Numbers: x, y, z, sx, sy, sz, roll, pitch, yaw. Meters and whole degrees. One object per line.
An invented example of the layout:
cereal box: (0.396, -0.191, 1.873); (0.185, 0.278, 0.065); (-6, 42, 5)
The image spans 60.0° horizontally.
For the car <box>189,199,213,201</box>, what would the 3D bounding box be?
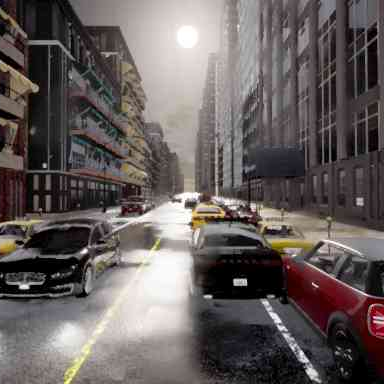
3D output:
car: (0.858, 1.528, 24.487); (1.812, 1.442, 4.674); (0, 0, 0)

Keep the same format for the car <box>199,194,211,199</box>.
car: (2.600, 1.303, 61.891); (2.192, 1.841, 5.009); (1, 0, 0)

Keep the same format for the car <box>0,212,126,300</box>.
car: (-3.115, 1.507, 8.600); (1.837, 1.490, 4.892); (0, 0, 0)

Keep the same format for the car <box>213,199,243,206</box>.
car: (2.665, 1.442, 22.330); (1.967, 1.590, 4.097); (1, 0, 0)

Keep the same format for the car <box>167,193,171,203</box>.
car: (-5.793, 1.530, 67.531); (1.887, 1.381, 4.507); (1, 0, 0)

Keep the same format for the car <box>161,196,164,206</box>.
car: (-5.764, 1.538, 50.577); (1.887, 1.381, 4.507); (1, 0, 0)

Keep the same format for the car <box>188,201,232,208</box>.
car: (0.868, 1.480, 18.486); (1.882, 1.535, 5.008); (0, 0, 0)

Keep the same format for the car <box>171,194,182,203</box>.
car: (-3.116, 1.548, 67.946); (1.994, 1.385, 4.181); (0, 0, 0)

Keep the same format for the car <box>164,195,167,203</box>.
car: (-5.774, 1.557, 56.227); (1.947, 1.339, 4.313); (1, 0, 0)

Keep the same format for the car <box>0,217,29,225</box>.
car: (-5.697, 1.528, 10.845); (1.752, 1.417, 4.829); (1, 0, 0)

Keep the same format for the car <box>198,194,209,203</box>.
car: (2.582, 1.296, 73.194); (2.192, 1.841, 5.009); (1, 0, 0)

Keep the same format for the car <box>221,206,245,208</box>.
car: (2.672, 1.585, 16.679); (1.802, 1.307, 4.206); (1, 0, 0)

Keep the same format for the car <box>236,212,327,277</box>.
car: (2.683, 1.528, 11.198); (1.752, 1.417, 4.829); (1, 0, 0)

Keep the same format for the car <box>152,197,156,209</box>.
car: (-5.745, 1.523, 39.103); (1.752, 1.417, 4.829); (1, 0, 0)

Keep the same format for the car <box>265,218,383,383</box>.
car: (2.694, 1.442, 5.377); (1.967, 1.590, 4.097); (1, 0, 0)

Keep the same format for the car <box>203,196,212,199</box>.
car: (2.635, 1.522, 39.456); (1.752, 1.417, 4.829); (1, 0, 0)

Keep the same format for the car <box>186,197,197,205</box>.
car: (-0.102, 1.590, 59.995); (1.895, 1.301, 4.718); (0, 0, 0)

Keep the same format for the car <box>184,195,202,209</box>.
car: (-0.060, 1.559, 46.054); (1.994, 1.385, 4.181); (0, 0, 0)

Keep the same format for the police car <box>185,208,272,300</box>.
police car: (0.863, 1.427, 8.594); (1.930, 1.638, 5.238); (0, 0, 0)

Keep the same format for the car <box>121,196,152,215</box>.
car: (-5.732, 1.314, 33.622); (2.192, 1.841, 5.009); (1, 0, 0)

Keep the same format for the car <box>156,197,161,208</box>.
car: (-5.753, 1.435, 44.924); (1.967, 1.590, 4.097); (1, 0, 0)
